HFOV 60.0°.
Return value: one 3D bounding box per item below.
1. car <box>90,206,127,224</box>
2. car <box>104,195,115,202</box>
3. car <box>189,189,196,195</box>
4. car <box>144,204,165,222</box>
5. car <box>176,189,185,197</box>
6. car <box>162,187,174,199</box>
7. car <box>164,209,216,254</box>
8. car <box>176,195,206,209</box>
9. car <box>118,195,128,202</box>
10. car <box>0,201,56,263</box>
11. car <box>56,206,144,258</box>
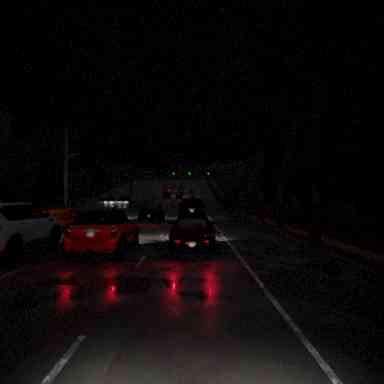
[{"bbox_3d":[-6.990,1.911,28.406,1.895,1.301,4.718,0,-1,0],"label":"car"},{"bbox_3d":[-20.965,1.592,84.865,1.812,1.442,4.674,0,4,0],"label":"car"},{"bbox_3d":[0.072,0.929,91.669,1.882,1.535,5.008,0,6,0],"label":"car"},{"bbox_3d":[-3.481,1.798,29.393,1.882,1.535,5.008,0,0,0],"label":"car"},{"bbox_3d":[-3.428,0.929,91.688,1.882,1.535,5.008,0,6,0],"label":"car"},{"bbox_3d":[-6.931,0.712,91.294,2.150,2.045,5.566,0,6,0],"label":"car"},{"bbox_3d":[0.022,1.680,14.055,1.812,1.442,4.674,0,0,1],"label":"car"},{"bbox_3d":[0.004,1.528,27.713,2.150,2.045,5.566,0,0,0],"label":"car"},{"bbox_3d":[-17.465,1.567,84.844,1.837,1.490,4.892,0,4,0],"label":"car"},{"bbox_3d":[-6.993,1.365,12.736,2.150,2.045,5.566,0,0,0],"label":"car"},{"bbox_3d":[-3.483,1.500,13.578,2.097,1.767,4.553,0,-1,0],"label":"car"}]
